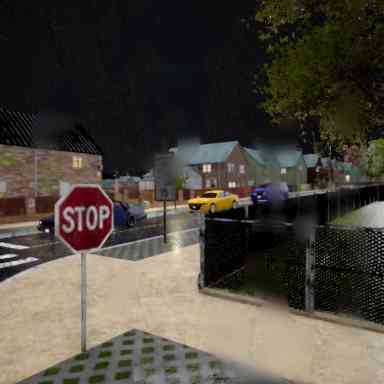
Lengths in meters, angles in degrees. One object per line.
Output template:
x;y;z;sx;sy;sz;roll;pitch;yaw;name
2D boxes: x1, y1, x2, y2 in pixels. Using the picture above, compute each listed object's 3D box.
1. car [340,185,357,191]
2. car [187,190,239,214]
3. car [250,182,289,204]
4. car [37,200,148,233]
23.445;-0.431;49.651;1.994;1.385;4.181;-1;2;36;car
1.614;0.666;24.409;1.882;1.535;5.008;-1;2;36;car
7.809;0.039;32.996;2.150;2.045;5.566;-1;1;36;car
-4.481;1.113;15.916;2.033;1.411;5.357;-1;2;35;car
